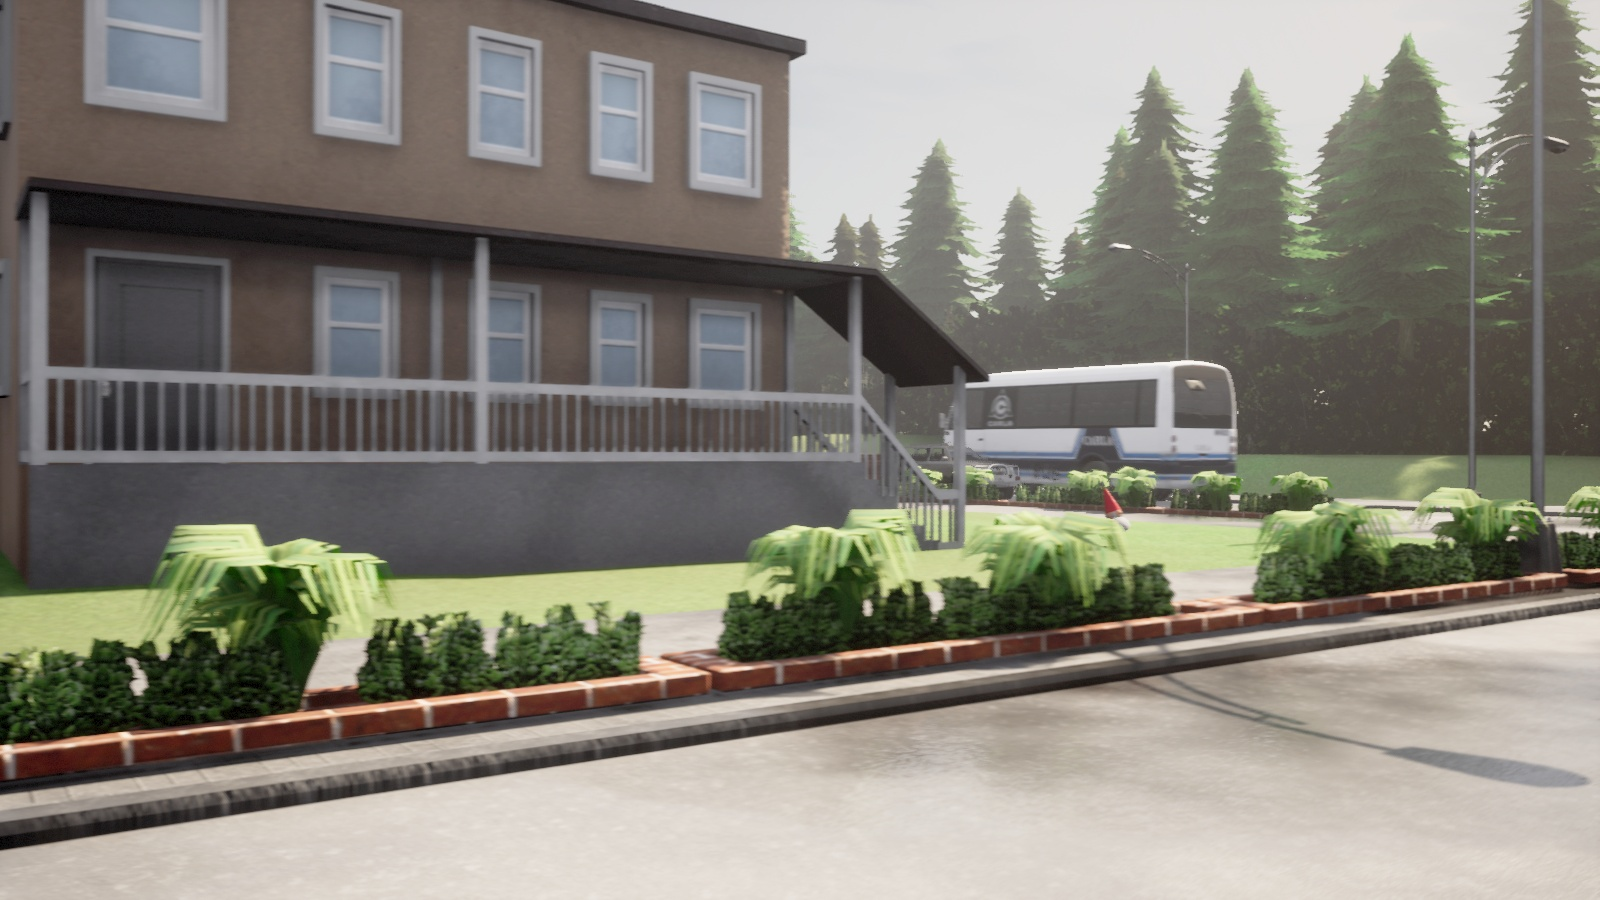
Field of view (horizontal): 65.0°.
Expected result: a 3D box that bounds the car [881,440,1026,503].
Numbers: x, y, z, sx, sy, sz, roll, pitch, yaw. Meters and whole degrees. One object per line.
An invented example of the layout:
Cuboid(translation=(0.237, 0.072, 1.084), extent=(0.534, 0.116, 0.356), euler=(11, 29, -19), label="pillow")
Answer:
Cuboid(translation=(4.754, 0.648, 39.471), extent=(1.932, 1.855, 4.605), euler=(0, 0, -35), label="car")

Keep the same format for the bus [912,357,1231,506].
Cuboid(translation=(8.486, -0.549, 41.118), extent=(3.944, 4.253, 10.273), euler=(0, 0, -35), label="bus")
